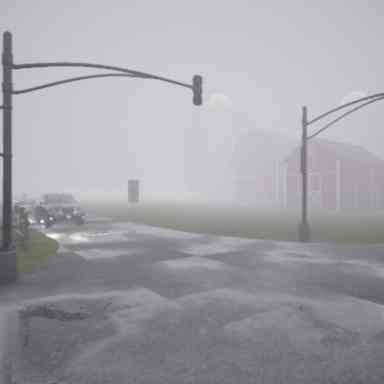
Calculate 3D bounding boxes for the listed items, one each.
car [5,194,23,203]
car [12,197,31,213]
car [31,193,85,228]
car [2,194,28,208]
[{"bbox_3d":[-30.508,1.009,56.918,2.033,1.411,5.357,0,0,-36],"label":"car"},{"bbox_3d":[-14.614,1.364,29.836,1.895,1.301,4.718,0,0,-36],"label":"car"},{"bbox_3d":[-8.777,1.079,21.796,2.150,2.045,5.566,0,0,-34],"label":"car"},{"bbox_3d":[-20.495,1.144,37.997,1.882,1.535,5.008,0,0,-35],"label":"car"}]
